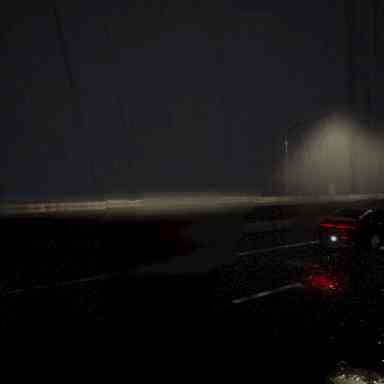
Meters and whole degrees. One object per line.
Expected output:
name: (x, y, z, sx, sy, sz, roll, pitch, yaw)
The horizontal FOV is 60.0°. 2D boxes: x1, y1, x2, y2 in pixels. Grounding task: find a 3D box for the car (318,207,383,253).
car: (6.978, 1.351, 13.071, 4.892, 1.490, 1.837, -1, 1, -35)
